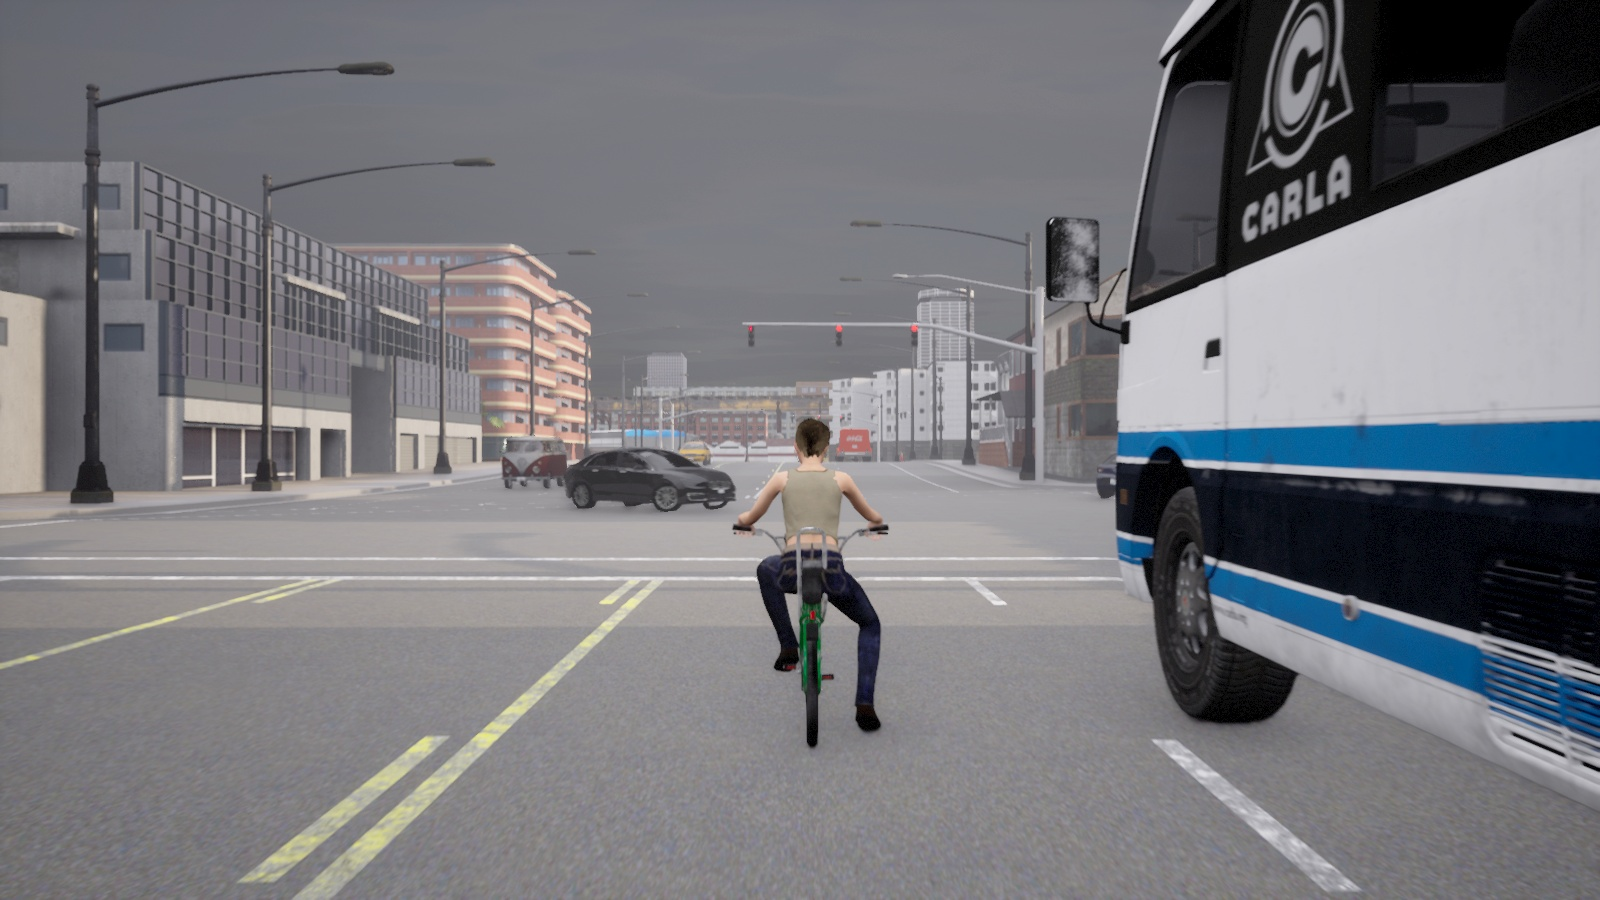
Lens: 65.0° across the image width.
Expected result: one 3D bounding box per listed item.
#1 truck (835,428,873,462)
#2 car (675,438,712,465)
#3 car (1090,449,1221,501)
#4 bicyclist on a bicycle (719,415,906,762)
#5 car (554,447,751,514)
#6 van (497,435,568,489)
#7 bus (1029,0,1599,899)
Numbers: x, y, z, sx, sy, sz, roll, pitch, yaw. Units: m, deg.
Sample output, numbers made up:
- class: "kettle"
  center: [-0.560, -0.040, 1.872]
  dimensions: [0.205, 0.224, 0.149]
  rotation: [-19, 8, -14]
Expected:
- class: "truck"
  center: [4.054, -0.353, 95.171]
  dimensions: [2.627, 2.467, 5.204]
  rotation: [0, -1, 0]
- class: "car"
  center: [-6.545, 0.087, 77.696]
  dimensions: [1.801, 1.575, 5.366]
  rotation: [0, 1, 0]
- class: "car"
  center: [10.772, 0.730, 37.923]
  dimensions: [4.193, 1.474, 1.816]
  rotation: [0, 0, -41]
- class: "bicyclist on a bicycle"
  center: [0.058, 0.638, 6.580]
  dimensions: [0.866, 1.612, 1.509]
  rotation: [0, 0, 0]
- class: "car"
  center: [-3.667, 0.693, 30.652]
  dimensions: [4.892, 1.490, 1.837]
  rotation: [0, 1, 38]
- class: "van"
  center: [-10.213, 0.433, 48.233]
  dimensions: [1.775, 1.987, 4.442]
  rotation: [0, 0, 0]
- class: "bus"
  center: [3.568, -0.655, 3.696]
  dimensions: [3.944, 4.253, 10.273]
  rotation: [0, 0, 0]
